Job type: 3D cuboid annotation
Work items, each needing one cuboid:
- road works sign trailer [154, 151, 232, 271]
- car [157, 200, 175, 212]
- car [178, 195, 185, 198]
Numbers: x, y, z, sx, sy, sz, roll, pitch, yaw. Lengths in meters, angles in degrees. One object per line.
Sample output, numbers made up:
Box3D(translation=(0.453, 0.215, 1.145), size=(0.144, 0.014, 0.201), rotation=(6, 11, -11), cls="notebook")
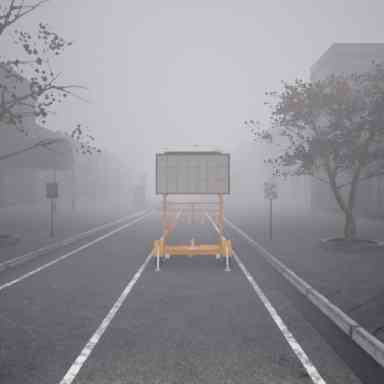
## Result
Box3D(translation=(0.025, 0.480, 10.926), size=(2.380, 3.560, 2.880), rotation=(0, 0, 0), cls="road works sign trailer")
Box3D(translation=(-3.010, 1.621, 39.201), size=(1.994, 1.385, 4.181), rotation=(0, 0, 0), cls="car")
Box3D(translation=(-2.793, 1.119, 90.931), size=(1.812, 1.442, 4.674), rotation=(0, 0, 0), cls="car")
